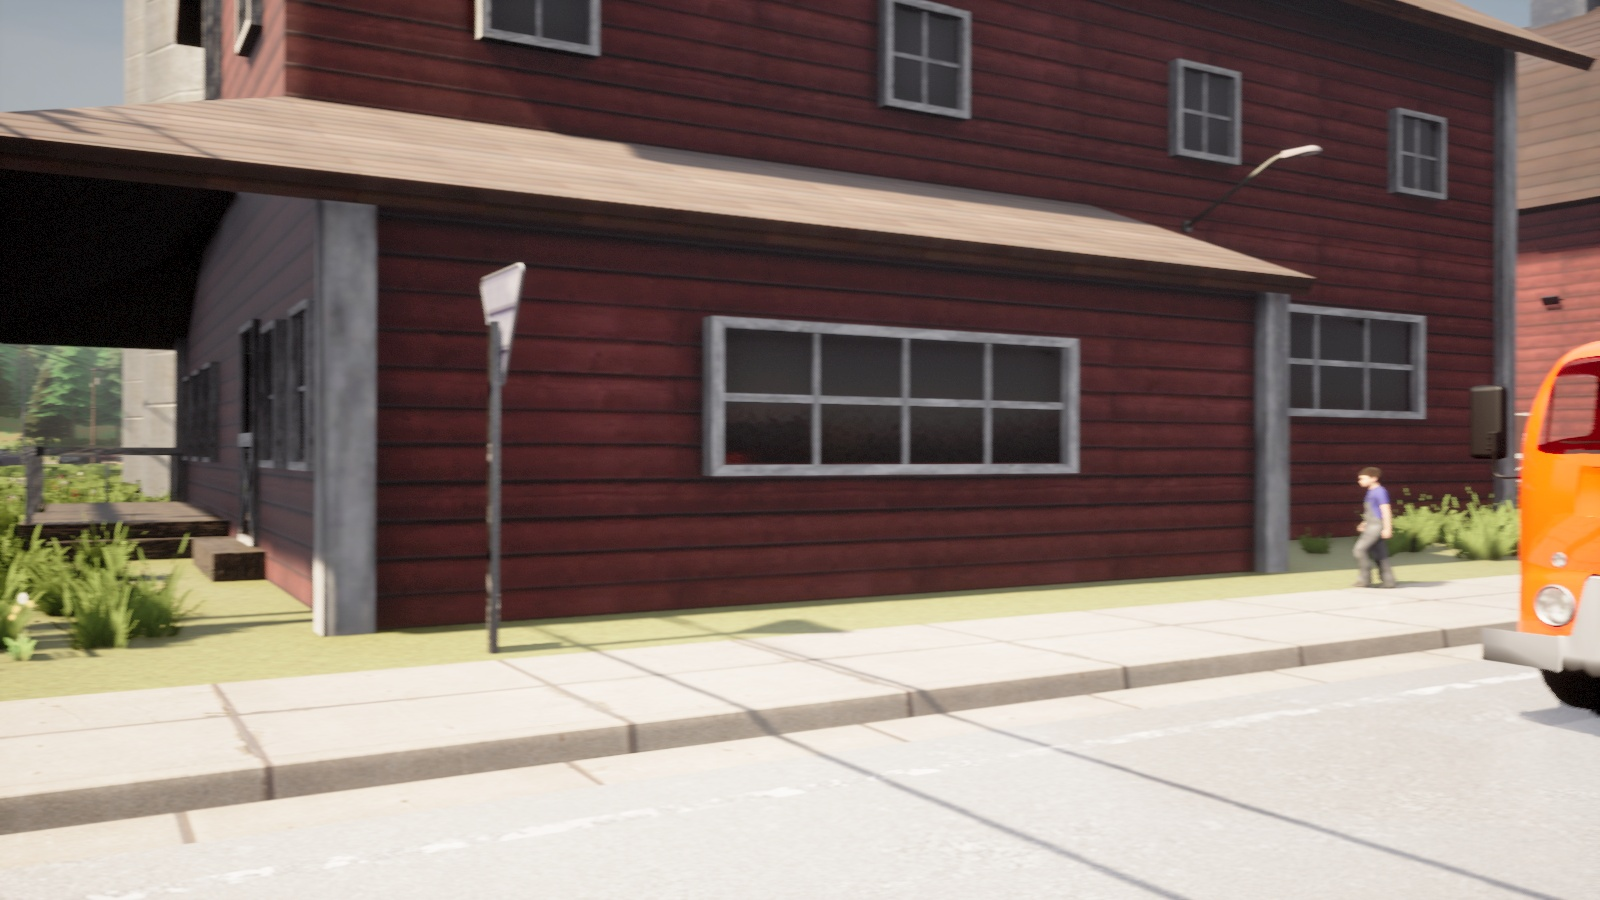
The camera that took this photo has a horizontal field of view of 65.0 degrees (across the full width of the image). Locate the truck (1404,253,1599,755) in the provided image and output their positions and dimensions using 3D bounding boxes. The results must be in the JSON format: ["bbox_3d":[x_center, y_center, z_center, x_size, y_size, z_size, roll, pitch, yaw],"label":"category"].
[{"bbox_3d":[6.314,0.258,7.269,5.204,2.467,2.627,0,0,-31],"label":"truck"}]

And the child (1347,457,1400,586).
[{"bbox_3d":[5.683,0.698,12.449,0.437,1.263,0.270,0,0,16],"label":"child"}]
